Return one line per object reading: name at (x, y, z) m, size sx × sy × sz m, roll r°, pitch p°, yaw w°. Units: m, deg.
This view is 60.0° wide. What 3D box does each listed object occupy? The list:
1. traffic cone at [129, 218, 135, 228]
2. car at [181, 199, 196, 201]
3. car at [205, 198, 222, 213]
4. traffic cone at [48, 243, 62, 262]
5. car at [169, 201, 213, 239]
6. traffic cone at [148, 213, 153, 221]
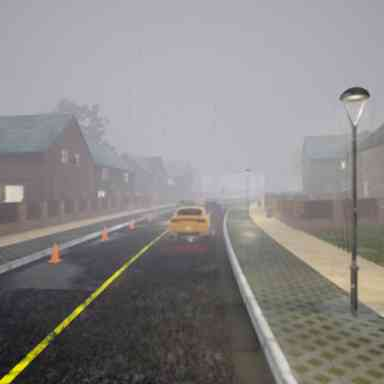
traffic cone at (-3.756, 1.948, 20.915) m, size 0.340 × 0.580 × 0.340 m, roll 0°, pitch 0°, yaw 5°
car at (-0.412, 1.443, 31.378) m, size 2.128 × 1.511 × 4.902 m, roll 0°, pitch 0°, yaw 5°
car at (2.233, 1.411, 36.136) m, size 2.128 × 1.511 × 4.902 m, roll 0°, pitch 0°, yaw 8°
traffic cone at (-4.453, 1.956, 10.836) m, size 0.340 × 0.580 × 0.340 m, roll 0°, pitch 0°, yaw 3°
car at (-0.002, 1.477, 17.430) m, size 1.882 × 1.535 × 5.008 m, roll 0°, pitch 0°, yaw 4°
traffic cone at (-3.251, 1.933, 25.940) m, size 0.340 × 0.580 × 0.340 m, roll 0°, pitch 0°, yaw 6°
